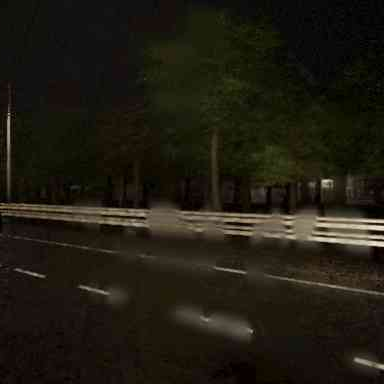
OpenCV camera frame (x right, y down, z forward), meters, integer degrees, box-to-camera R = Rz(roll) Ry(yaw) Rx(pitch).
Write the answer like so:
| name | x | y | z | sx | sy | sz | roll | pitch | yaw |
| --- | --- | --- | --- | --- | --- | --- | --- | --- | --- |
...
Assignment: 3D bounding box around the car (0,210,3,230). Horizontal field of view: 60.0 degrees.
| name | x | y | z | sx | sy | sz | roll | pitch | yaw |
| --- | --- | --- | --- | --- | --- | --- | --- | --- | --- |
| car | -11.516 | 1.221 | 16.402 | 5.566 | 2.045 | 2.150 | 0 | 0 | 36 |
